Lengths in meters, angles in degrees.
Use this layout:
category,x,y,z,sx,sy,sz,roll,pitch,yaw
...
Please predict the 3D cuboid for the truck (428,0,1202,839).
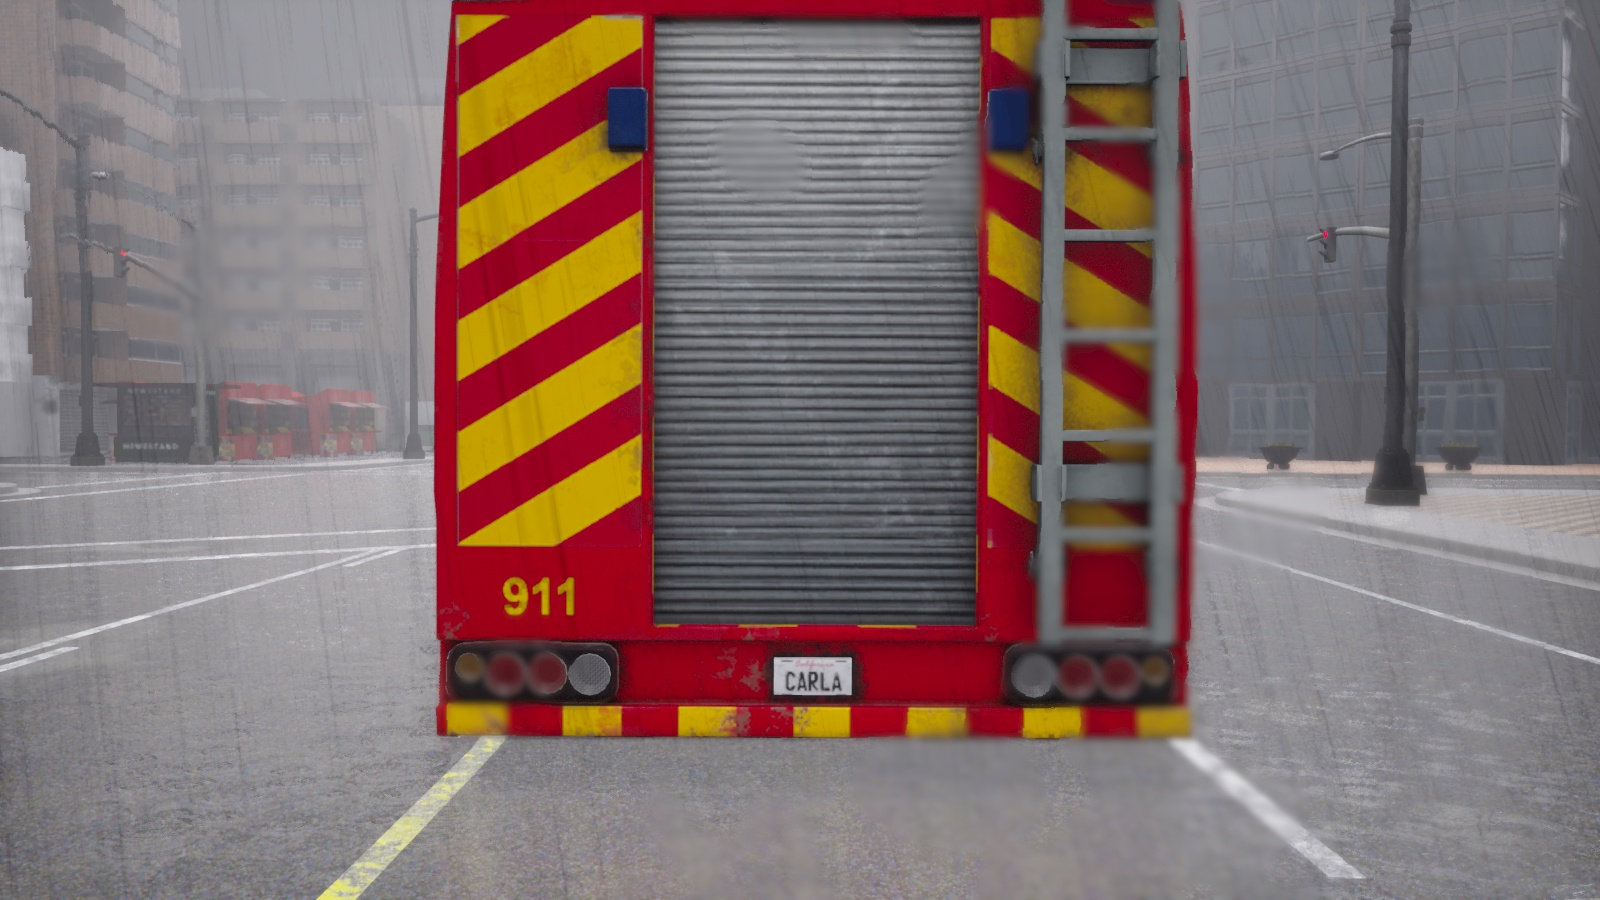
category,x,y,z,sx,sy,sz,roll,pitch,yaw
truck,0.056,-0.528,8.951,2.891,3.827,8.468,0,1,0
